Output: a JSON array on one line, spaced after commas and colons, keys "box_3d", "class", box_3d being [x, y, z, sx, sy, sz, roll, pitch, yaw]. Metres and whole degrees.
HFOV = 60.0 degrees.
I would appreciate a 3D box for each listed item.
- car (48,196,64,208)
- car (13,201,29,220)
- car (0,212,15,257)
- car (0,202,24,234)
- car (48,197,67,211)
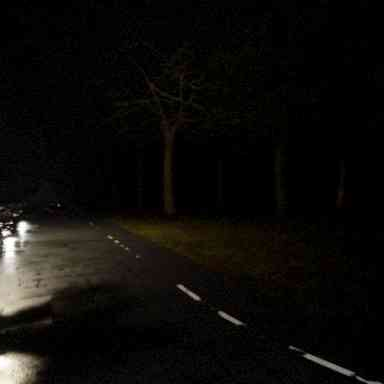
[{"box_3d": [-20.651, 1.463, 50.472, 2.128, 1.511, 4.902, -1, 1, -24], "class": "car"}, {"box_3d": [-15.162, 1.566, 28.664, 2.128, 1.511, 4.902, -1, 0, -23], "class": "car"}, {"box_3d": [-7.079, 1.604, 10.130, 2.033, 1.411, 5.357, -1, 0, -20], "class": "car"}, {"box_3d": [-11.096, 1.579, 19.304, 1.837, 1.490, 4.892, -1, 0, -23], "class": "car"}, {"box_3d": [-16.638, 1.572, 41.295, 1.994, 1.385, 4.181, -1, 0, -24], "class": "car"}]
